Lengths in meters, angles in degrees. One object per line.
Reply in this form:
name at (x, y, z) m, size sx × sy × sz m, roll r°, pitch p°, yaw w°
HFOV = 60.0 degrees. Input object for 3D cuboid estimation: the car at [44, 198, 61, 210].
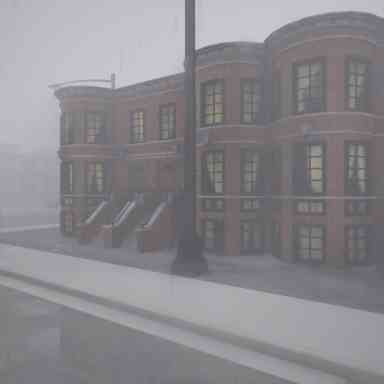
car at (-16.878, 1.491, 43.548) m, size 2.128 × 1.511 × 4.902 m, roll 0°, pitch 0°, yaw 36°
